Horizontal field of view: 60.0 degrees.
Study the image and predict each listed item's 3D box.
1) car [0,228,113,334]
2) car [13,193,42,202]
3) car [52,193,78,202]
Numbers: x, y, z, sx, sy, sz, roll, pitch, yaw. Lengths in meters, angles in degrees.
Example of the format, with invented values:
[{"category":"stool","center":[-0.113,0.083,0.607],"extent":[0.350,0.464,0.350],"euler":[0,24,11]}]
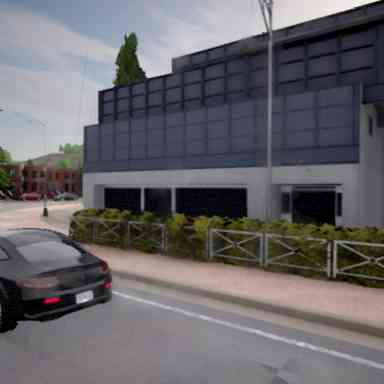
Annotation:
[{"category":"car","center":[-3.509,1.459,6.625],"extent":[4.674,1.442,1.812],"euler":[1,0,37]},{"category":"car","center":[-27.888,0.920,56.508],"extent":[1.882,1.535,5.008],"euler":[0,0,19]},{"category":"car","center":[-22.771,0.990,59.778],"extent":[1.837,1.490,4.892],"euler":[1,0,26]}]
